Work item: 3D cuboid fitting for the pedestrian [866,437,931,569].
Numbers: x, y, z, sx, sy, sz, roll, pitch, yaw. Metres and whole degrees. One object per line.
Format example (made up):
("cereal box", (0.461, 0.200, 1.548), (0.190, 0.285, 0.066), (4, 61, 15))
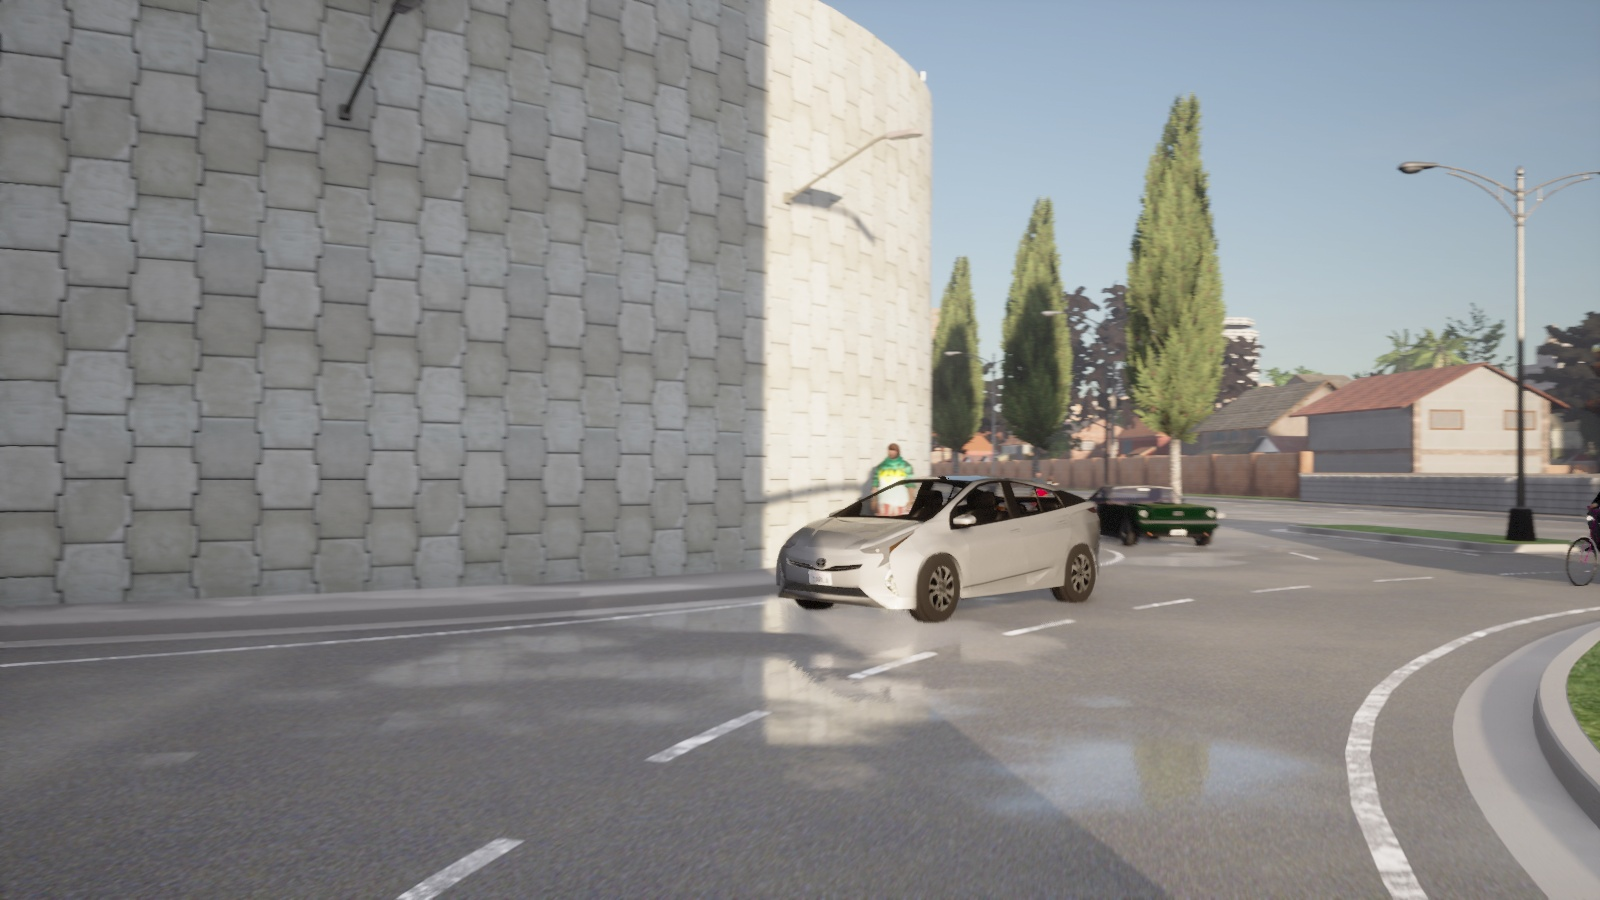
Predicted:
("pedestrian", (1.505, 0.788, 19.084), (0.659, 1.952, 0.873), (-1, -1, 31))

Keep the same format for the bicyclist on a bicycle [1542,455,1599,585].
("bicyclist on a bicycle", (11.446, 0.966, 17.793), (1.843, 1.776, 0.659), (1, 0, -24))

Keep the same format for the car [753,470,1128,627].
("car", (1.773, 1.004, 14.608), (2.007, 1.525, 4.514), (-1, -1, 44))

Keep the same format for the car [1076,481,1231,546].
("car", (7.849, 1.380, 28.385), (1.895, 1.301, 4.718), (0, -1, -4))
